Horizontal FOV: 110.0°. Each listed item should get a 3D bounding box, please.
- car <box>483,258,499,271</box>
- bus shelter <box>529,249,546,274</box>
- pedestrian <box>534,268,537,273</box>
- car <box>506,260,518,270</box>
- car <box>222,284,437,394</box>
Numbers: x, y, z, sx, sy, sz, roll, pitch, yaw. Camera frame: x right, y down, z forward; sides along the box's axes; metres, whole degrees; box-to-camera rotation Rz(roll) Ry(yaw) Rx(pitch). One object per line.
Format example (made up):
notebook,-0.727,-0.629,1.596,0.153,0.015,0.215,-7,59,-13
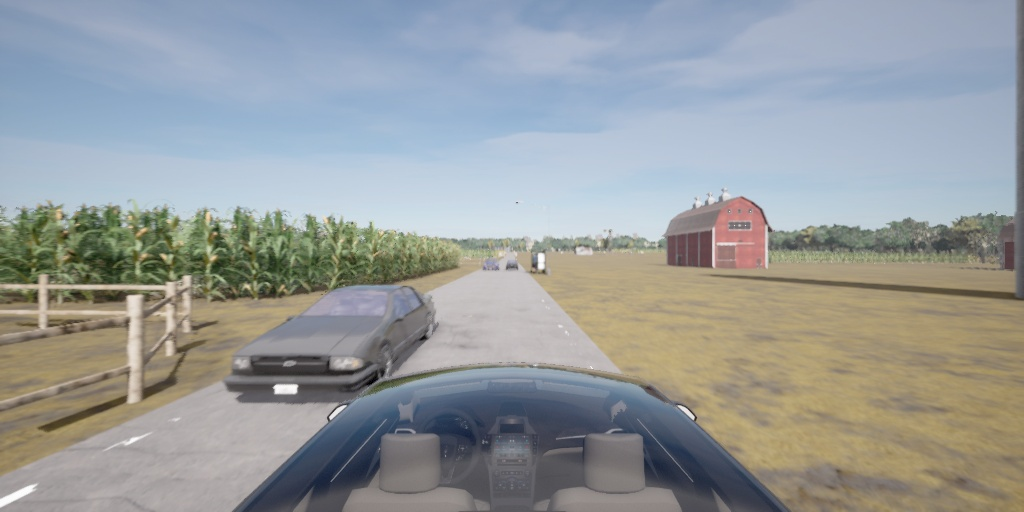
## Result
car,-2.826,1.062,49.089,2.097,1.767,4.553,0,0,0
bus shelter,3.126,0.586,40.929,1.920,2.740,3.880,0,0,0
pedestrian,2.826,1.021,42.688,0.375,1.860,0.375,0,0,0
car,0.013,1.254,51.482,2.033,1.411,5.357,0,0,0
car,-2.849,1.292,7.182,2.033,1.411,5.357,0,0,0
